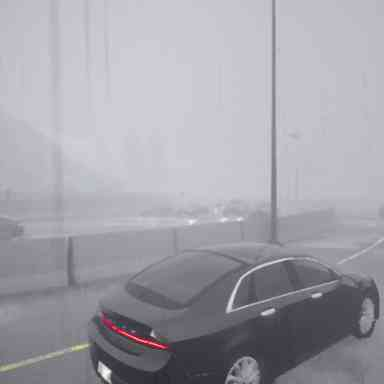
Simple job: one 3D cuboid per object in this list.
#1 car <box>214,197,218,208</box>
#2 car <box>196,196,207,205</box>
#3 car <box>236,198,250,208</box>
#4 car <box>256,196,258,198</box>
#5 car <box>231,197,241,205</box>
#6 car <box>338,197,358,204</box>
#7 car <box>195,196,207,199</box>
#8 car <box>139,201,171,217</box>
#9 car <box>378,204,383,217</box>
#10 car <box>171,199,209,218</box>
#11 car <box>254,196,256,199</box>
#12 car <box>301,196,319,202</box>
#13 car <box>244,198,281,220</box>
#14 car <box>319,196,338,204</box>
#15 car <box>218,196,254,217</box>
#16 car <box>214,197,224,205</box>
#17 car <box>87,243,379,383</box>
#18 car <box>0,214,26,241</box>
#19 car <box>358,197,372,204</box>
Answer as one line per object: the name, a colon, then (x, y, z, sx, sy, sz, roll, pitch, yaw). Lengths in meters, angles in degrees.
car: (4.523, 1.682, 51.049, 1.882, 1.535, 5.008, 0, -1, 3)
car: (2.008, 1.620, 68.094, 2.097, 1.767, 4.553, 0, 0, 3)
car: (8.184, 1.723, 53.766, 1.837, 1.490, 4.892, 0, -1, 3)
car: (11.503, 1.698, 50.487, 2.128, 1.511, 4.902, 0, 0, 3)
car: (9.058, 1.789, 68.819, 1.812, 1.442, 4.674, 0, 0, 3)
car: (29.907, 1.622, 65.390, 2.033, 1.411, 5.357, 0, 0, 3)
car: (1.082, 1.699, 52.187, 2.128, 1.511, 4.902, 0, 0, 3)
car: (-3.254, 1.639, 32.783, 1.837, 1.490, 4.892, 1, 0, 26)
car: (18.454, 1.483, 30.243, 2.097, 1.767, 4.553, 0, 0, 21)
car: (0.171, 1.657, 31.871, 1.812, 1.442, 4.674, 0, 0, 25)
car: (12.421, 1.618, 66.299, 2.097, 1.767, 4.553, 0, 0, 3)
car: (22.917, 1.605, 65.757, 1.812, 1.442, 4.674, 0, 0, 3)
car: (6.282, 1.597, 28.457, 1.882, 1.535, 5.008, 0, 0, 26)
car: (26.412, 1.560, 65.574, 1.882, 1.535, 5.008, 0, 0, 3)
car: (4.467, 1.490, 33.068, 2.097, 1.767, 4.553, 0, 0, 21)
car: (5.477, 1.790, 67.489, 1.812, 1.442, 4.674, 0, 0, 3)
car: (0.990, 1.526, 4.869, 4.892, 1.490, 1.837, 0, 1, -40)
car: (-9.761, 1.578, 14.287, 4.674, 1.442, 1.812, 0, 0, -38)
car: (33.402, 1.636, 65.207, 1.994, 1.385, 4.181, 0, 0, 3)
